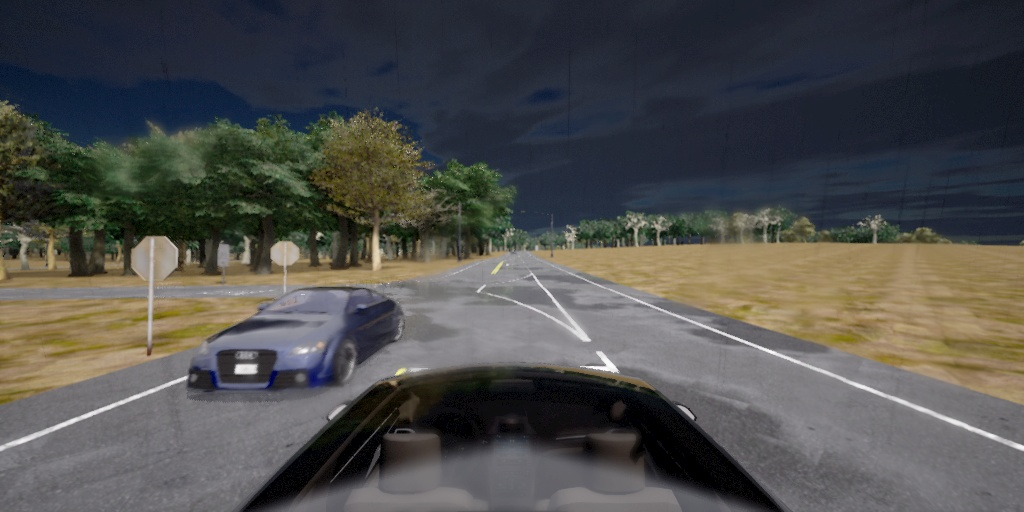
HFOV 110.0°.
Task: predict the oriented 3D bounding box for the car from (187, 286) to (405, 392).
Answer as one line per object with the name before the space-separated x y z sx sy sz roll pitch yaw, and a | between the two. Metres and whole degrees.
car | -3.491 1.275 6.702 1.994 1.385 4.181 0 1 0
